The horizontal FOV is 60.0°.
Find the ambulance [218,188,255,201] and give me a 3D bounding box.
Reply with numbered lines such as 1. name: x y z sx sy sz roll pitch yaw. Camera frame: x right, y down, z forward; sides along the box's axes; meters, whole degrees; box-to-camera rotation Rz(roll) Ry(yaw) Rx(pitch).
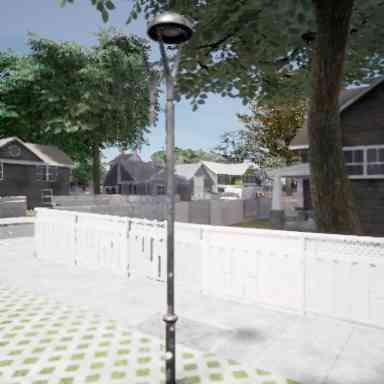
1. ambulance: 5.536 0.732 40.890 2.351 2.431 6.366 0 0 35
